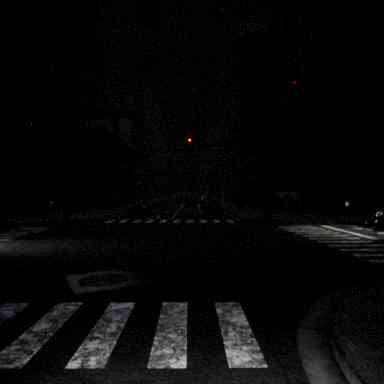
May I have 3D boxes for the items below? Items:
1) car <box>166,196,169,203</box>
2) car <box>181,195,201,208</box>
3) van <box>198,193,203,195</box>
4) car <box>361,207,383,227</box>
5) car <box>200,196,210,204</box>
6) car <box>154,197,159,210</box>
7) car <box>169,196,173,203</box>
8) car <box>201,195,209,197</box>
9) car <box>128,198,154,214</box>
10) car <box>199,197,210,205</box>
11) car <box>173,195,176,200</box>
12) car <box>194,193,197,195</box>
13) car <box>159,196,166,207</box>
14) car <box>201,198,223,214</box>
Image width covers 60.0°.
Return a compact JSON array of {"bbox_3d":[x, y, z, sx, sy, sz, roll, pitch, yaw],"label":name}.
[{"bbox_3d":[-5.655,1.619,58.105,2.008,1.369,4.403,0,0,0],"label":"car"},{"bbox_3d":[-0.179,1.544,50.254,2.128,1.511,4.902,0,0,0],"label":"car"},{"bbox_3d":[2.370,1.409,58.095,1.690,1.788,3.998,0,0,0],"label":"van"},{"bbox_3d":[13.002,1.299,20.568,4.553,1.767,2.097,0,0,0],"label":"car"},{"bbox_3d":[2.355,1.629,47.074,1.802,1.307,4.206,0,0,0],"label":"car"},{"bbox_3d":[-5.677,1.479,41.574,1.967,1.590,4.097,0,0,0],"label":"car"},{"bbox_3d":[-5.641,1.534,69.127,1.967,1.590,4.097,0,0,0],"label":"car"},{"bbox_3d":[2.362,1.623,52.584,1.947,1.339,4.313,0,0,0],"label":"car"},{"bbox_3d":[-5.685,1.471,36.063,1.967,1.590,4.097,0,0,0],"label":"car"},{"bbox_3d":[2.377,1.631,63.606,2.008,1.369,4.403,0,0,0],"label":"car"},{"bbox_3d":[-5.626,1.674,80.148,2.008,1.369,4.403,0,0,0],"label":"car"},{"bbox_3d":[2.045,1.378,90.051,2.150,2.045,5.566,0,0,0],"label":"car"},{"bbox_3d":[-5.662,1.639,52.595,1.802,1.307,4.206,0,0,0],"label":"car"},{"bbox_3d":[2.340,1.597,36.051,1.947,1.339,4.313,0,0,0],"label":"car"}]
